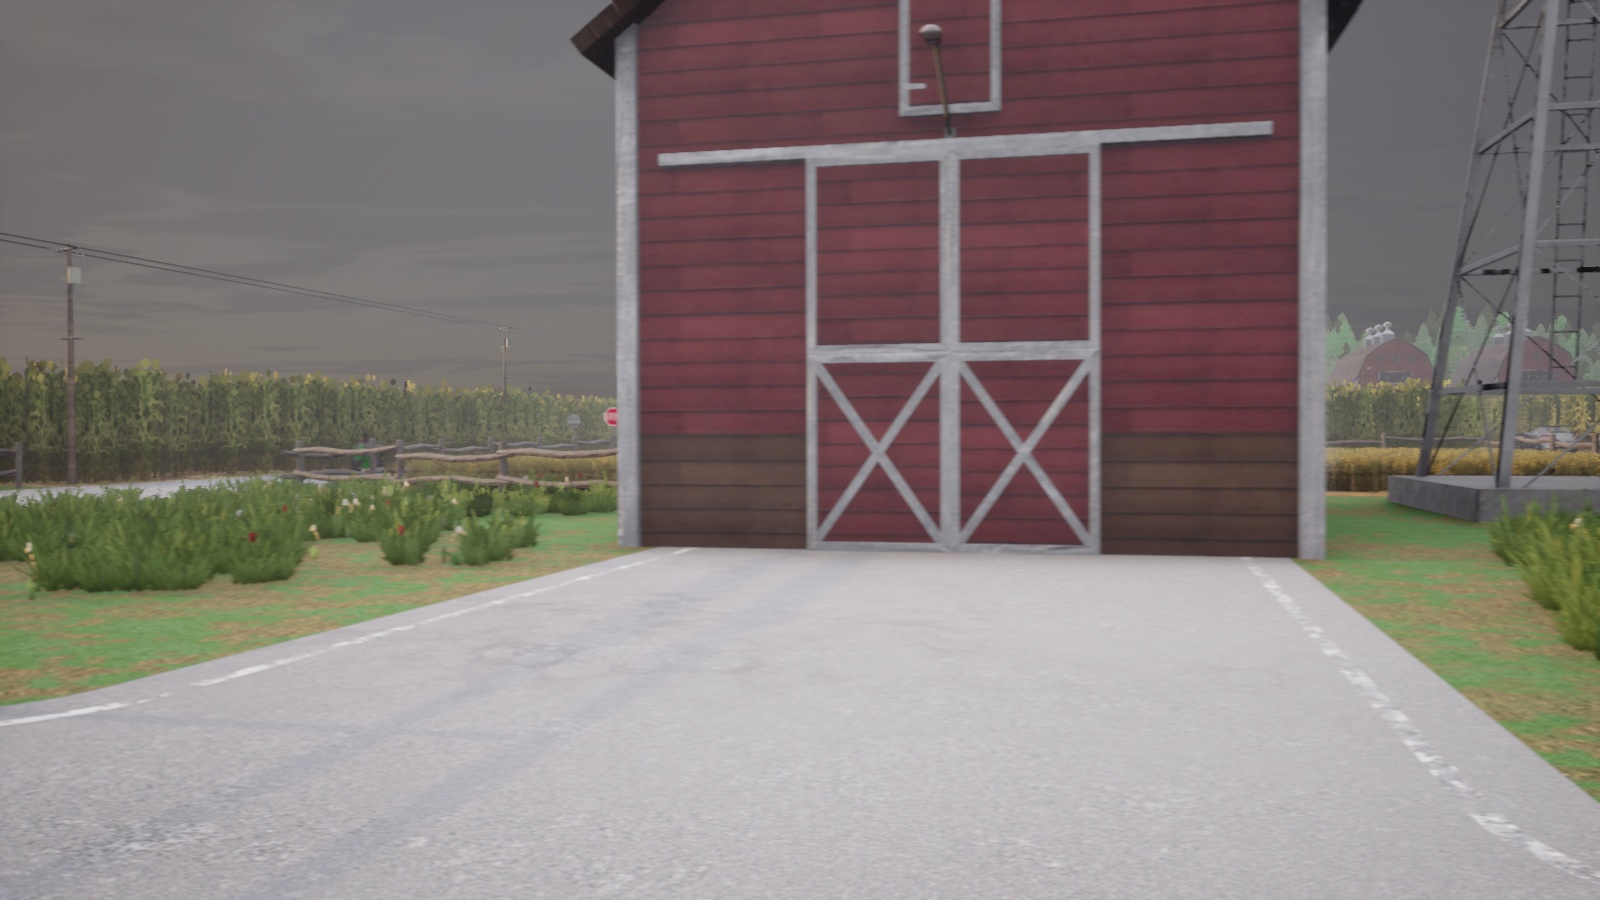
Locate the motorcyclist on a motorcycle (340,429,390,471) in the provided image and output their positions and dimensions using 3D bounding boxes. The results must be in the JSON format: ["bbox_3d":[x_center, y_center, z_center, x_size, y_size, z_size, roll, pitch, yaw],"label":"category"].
[{"bbox_3d":[-16.418,-0.014,47.418,0.797,1.523,2.044,0,1,13],"label":"motorcyclist on a motorcycle"}]

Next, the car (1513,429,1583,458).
[{"bbox_3d":[43.999,-0.416,73.985,2.152,1.651,5.027,0,1,13],"label":"car"}]
